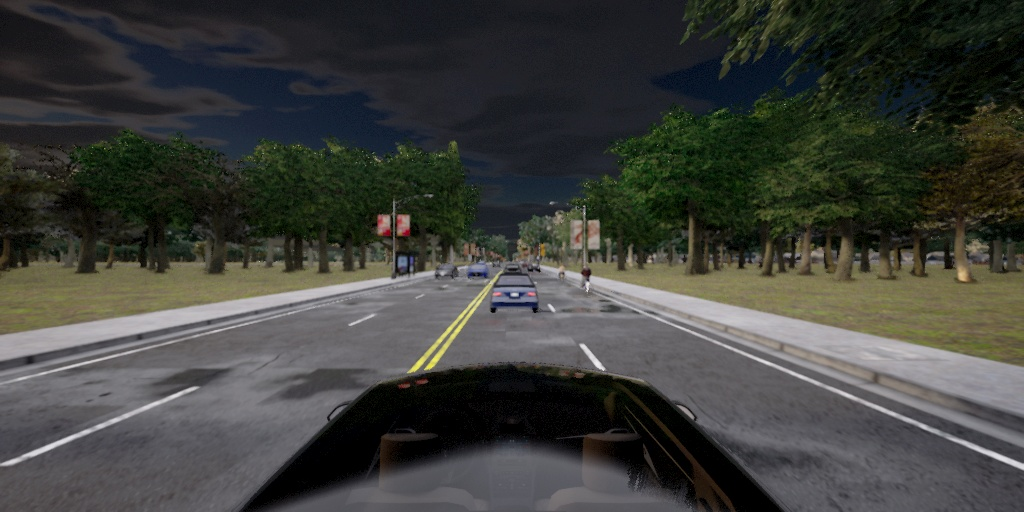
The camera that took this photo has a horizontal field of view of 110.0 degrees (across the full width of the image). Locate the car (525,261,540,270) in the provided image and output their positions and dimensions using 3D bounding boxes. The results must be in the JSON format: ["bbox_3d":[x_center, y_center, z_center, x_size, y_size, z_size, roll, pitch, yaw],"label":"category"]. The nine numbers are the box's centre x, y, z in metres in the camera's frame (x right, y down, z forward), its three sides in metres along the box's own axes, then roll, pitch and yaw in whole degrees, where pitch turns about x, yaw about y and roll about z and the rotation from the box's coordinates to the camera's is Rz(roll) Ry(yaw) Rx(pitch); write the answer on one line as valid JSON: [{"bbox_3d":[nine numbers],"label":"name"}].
[{"bbox_3d":[3.286,1.827,55.286,1.895,1.301,4.718,0,-1,0],"label":"car"}]

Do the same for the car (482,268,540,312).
[{"bbox_3d":[0.085,1.413,14.901,2.033,1.411,5.357,0,-1,0],"label":"car"}]

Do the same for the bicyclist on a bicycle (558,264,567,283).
[{"bbox_3d":[4.130,1.432,29.560,0.866,1.612,1.509,0,-1,0],"label":"bicyclist on a bicycle"}]

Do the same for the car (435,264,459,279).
[{"bbox_3d":[-6.636,1.552,36.798,2.128,1.511,4.902,0,-1,0],"label":"car"}]

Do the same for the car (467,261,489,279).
[{"bbox_3d":[-3.386,1.536,36.609,1.882,1.535,5.008,0,-1,0],"label":"car"}]

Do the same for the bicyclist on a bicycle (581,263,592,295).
[{"bbox_3d":[4.122,1.282,20.054,0.659,1.776,1.843,0,0,0],"label":"bicyclist on a bicycle"}]

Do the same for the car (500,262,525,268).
[{"bbox_3d":[0.060,1.552,35.374,1.837,1.490,4.892,0,-1,0],"label":"car"}]
